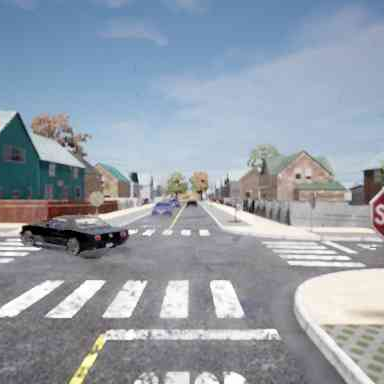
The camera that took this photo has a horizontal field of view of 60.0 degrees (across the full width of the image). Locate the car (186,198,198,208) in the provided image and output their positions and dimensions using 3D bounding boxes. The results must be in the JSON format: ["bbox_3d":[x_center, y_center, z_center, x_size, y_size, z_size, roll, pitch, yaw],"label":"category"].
[{"bbox_3d":[0.006,1.865,56.622,1.837,1.490,4.892,0,-1,0],"label":"car"}]

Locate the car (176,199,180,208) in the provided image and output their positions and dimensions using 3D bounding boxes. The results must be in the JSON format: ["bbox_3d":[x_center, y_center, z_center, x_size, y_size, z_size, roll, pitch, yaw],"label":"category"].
[{"bbox_3d":[-2.855,1.857,53.934,1.812,1.442,4.674,0,-1,0],"label":"car"}]

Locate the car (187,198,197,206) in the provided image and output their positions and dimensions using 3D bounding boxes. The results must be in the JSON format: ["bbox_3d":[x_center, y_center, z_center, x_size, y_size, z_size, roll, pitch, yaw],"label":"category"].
[{"bbox_3d":[-0.053,1.954,66.868,1.882,1.535,5.008,0,-1,0],"label":"car"}]

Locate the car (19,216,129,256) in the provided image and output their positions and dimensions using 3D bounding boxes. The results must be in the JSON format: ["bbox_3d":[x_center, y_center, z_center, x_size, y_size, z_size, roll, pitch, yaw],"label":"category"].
[{"bbox_3d":[-4.851,1.599,13.315,4.718,1.301,1.895,1,1,34],"label":"car"}]

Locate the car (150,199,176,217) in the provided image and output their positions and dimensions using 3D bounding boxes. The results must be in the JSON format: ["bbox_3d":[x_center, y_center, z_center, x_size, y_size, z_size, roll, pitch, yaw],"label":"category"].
[{"bbox_3d":[-2.873,1.673,32.949,1.812,1.442,4.674,0,0,0],"label":"car"}]
